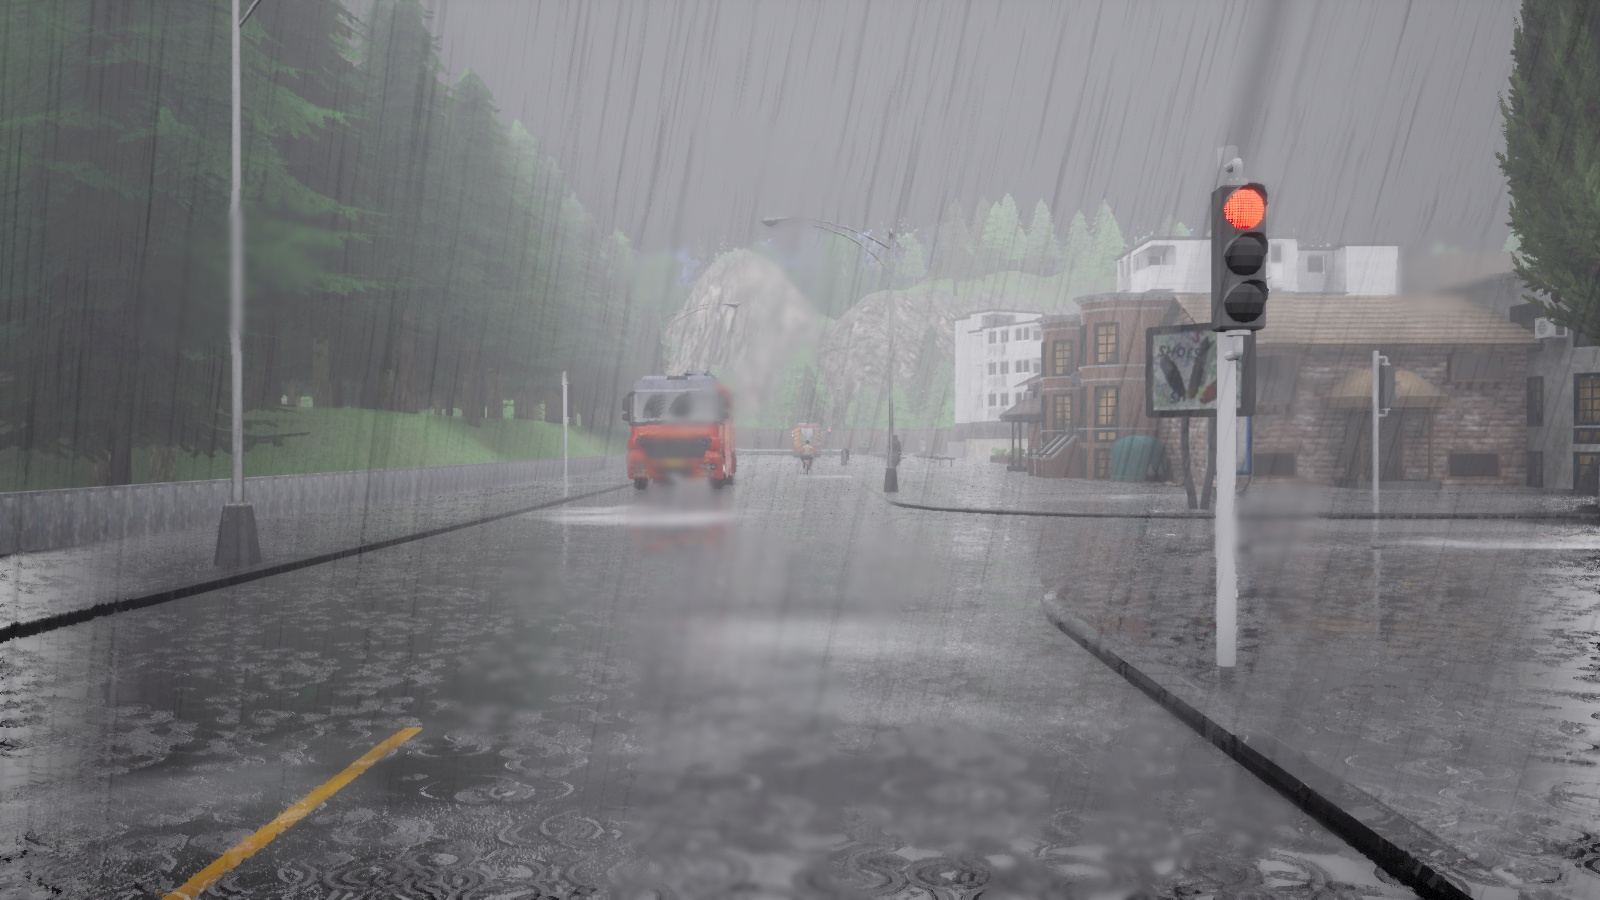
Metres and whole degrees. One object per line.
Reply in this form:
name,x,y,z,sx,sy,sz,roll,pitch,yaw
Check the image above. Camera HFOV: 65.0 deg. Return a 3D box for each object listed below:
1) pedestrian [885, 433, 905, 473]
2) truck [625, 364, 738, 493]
pedestrian,4.517,0.119,59.783,0.563,1.883,0.849,0,0,-29
truck,-3.750,-0.656,41.773,2.891,3.827,8.468,0,0,0
